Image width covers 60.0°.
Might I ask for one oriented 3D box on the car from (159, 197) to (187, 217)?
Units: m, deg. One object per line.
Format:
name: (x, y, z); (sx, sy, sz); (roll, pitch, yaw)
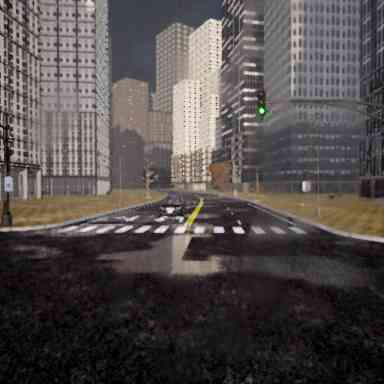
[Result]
car: (-1.488, 1.155, 27.168); (2.128, 1.511, 4.902); (0, 1, 3)
